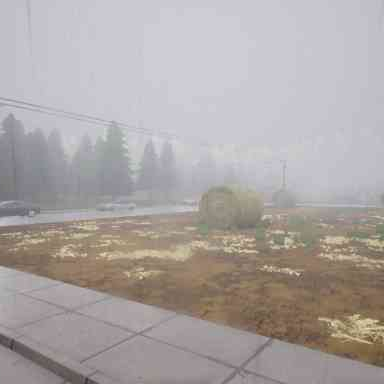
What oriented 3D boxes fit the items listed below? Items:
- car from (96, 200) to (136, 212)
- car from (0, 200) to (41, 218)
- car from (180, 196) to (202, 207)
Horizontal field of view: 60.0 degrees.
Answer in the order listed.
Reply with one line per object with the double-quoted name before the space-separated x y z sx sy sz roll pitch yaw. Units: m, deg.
"car" -8.783 1.628 38.772 1.895 1.301 4.718 0 0 37
"car" -15.883 1.531 29.188 1.837 1.490 4.892 0 0 37
"car" 0.242 1.378 50.883 2.097 1.767 4.553 0 0 37
